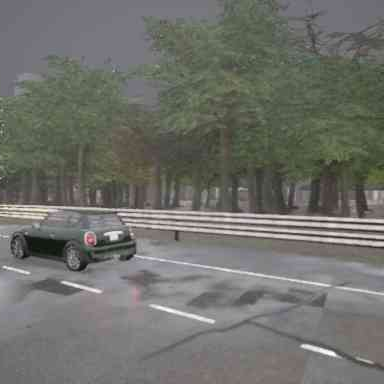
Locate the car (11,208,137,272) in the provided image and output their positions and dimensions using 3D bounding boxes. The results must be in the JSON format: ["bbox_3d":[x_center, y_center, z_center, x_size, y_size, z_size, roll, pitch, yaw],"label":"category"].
[{"bbox_3d":[-4.027,1.367,11.050,4.553,1.767,2.097,0,0,36],"label":"car"}]
